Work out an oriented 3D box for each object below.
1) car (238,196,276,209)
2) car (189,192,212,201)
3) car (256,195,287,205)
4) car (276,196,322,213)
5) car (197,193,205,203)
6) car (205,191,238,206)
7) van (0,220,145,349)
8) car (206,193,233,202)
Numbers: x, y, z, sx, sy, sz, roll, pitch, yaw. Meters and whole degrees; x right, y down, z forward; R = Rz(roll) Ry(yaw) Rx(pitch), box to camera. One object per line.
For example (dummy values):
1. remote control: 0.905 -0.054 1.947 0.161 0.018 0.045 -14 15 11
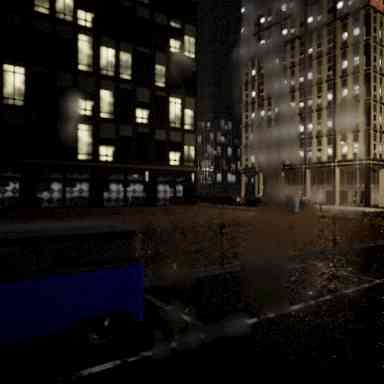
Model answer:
1. car: 7.720 1.238 37.881 1.802 1.307 4.206 2 0 -36
2. car: 1.506 0.818 60.943 1.947 1.339 4.313 2 0 -36
3. car: 11.249 1.157 47.344 1.802 1.307 4.206 2 0 -36
4. car: 10.971 1.203 33.350 1.967 1.590 4.097 2 0 -36
5. car: 3.341 0.803 48.439 2.097 1.767 4.553 0 1 -36
6. car: 4.482 0.863 42.412 2.192 1.841 5.009 2 0 -36
7. van: -2.638 1.343 4.678 3.998 1.788 1.690 0 0 -35
8. car: 4.656 0.882 56.549 1.752 1.417 4.829 2 0 -36
